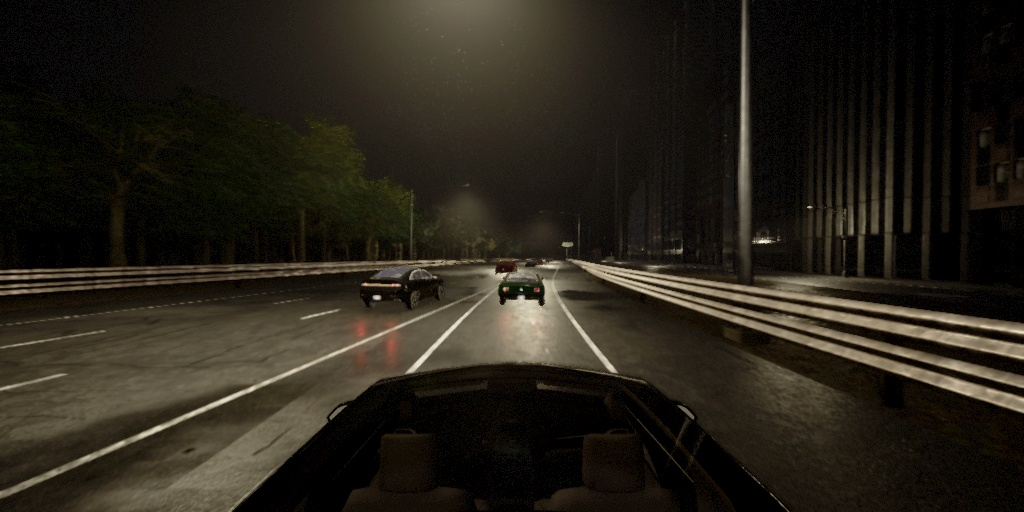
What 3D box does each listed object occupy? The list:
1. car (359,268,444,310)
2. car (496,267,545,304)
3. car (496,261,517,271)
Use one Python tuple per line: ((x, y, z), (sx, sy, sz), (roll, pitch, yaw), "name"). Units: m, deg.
((-4.262, 1.216, 14.634), (2.128, 1.511, 4.902), (0, 0, 8), "car")
((0.510, 1.364, 16.367), (1.895, 1.301, 4.718), (0, 0, 4), "car")
((-0.562, 1.269, 40.030), (1.882, 1.535, 5.008), (0, 0, 8), "car")
